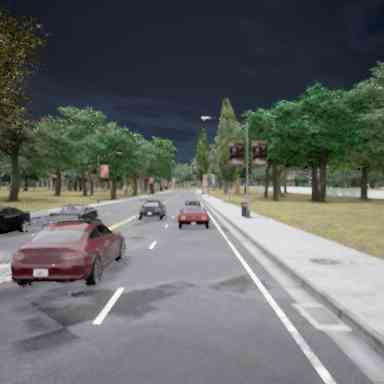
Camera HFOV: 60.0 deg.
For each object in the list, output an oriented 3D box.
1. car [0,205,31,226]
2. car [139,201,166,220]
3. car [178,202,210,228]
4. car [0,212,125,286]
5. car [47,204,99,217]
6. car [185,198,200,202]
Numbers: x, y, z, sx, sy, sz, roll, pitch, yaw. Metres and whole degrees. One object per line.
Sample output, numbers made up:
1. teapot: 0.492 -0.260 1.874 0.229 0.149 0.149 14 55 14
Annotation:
1. car: -9.806 1.429 16.283 1.882 1.535 5.008 0 0 0
2. car: -3.132 1.417 26.940 1.812 1.442 4.674 0 0 0
3. car: 0.103 1.525 21.501 1.895 1.301 4.718 0 0 0
4. car: -3.149 1.504 9.222 1.812 1.442 4.674 0 0 0
5. car: -6.541 1.433 18.427 2.128 1.511 4.902 0 0 0
6. car: 0.106 1.383 41.982 1.895 1.301 4.718 0 0 0
